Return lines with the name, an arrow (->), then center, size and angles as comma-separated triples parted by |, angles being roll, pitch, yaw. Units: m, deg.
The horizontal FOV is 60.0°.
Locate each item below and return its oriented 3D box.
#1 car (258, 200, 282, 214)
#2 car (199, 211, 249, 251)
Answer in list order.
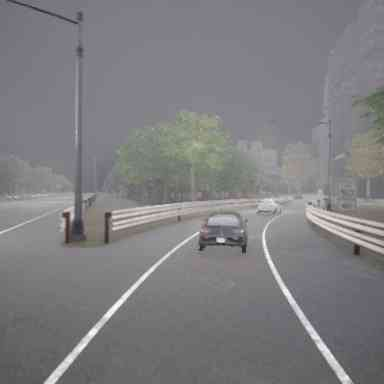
car -> 8.365, 1.561, 35.665 | 1.812, 1.442, 4.674 | 0, 0, 25
car -> 1.408, 1.541, 14.055 | 1.812, 1.442, 4.674 | 0, 0, 10
